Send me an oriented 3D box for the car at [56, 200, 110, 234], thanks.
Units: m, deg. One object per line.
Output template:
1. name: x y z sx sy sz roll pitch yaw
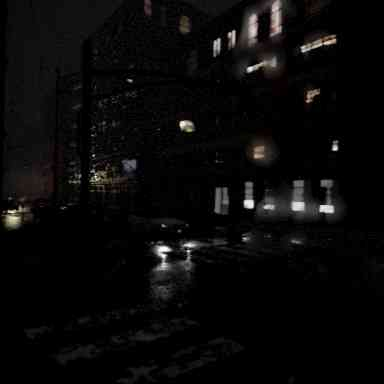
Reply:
1. car: -6.327 1.483 19.382 1.967 1.590 4.097 1 -1 -37

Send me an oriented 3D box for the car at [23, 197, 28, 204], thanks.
1. car: -33.803 1.772 69.347 1.967 1.590 4.097 1 -1 -37

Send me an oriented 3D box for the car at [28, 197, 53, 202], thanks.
1. car: -16.544 1.455 37.502 2.097 1.767 4.553 1 -1 -37

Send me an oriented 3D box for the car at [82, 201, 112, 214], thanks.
1. car: -11.319 1.807 39.379 1.947 1.339 4.313 1 -1 -37

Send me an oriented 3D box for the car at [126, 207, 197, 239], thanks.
1. car: -1.999 1.625 18.113 1.812 1.442 4.674 1 -1 -37

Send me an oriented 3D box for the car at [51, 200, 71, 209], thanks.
1. car: -20.251 1.853 51.282 1.802 1.307 4.206 1 -1 -37

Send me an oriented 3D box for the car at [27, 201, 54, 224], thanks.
1. car: -10.934 1.623 25.554 1.947 1.339 4.313 1 -1 -37

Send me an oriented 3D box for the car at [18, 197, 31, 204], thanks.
1. car: -37.293 1.875 73.997 1.752 1.417 4.829 1 -1 -37

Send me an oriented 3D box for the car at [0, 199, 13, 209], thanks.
1. car: -26.553 1.675 46.554 1.947 1.339 4.313 1 -1 -37

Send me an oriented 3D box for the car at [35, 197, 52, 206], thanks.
1. car: -27.027 1.739 60.316 1.967 1.590 4.097 1 -1 -37

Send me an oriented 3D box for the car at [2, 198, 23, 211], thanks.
1. car: -23.164 1.537 42.041 1.967 1.590 4.097 1 -1 -37

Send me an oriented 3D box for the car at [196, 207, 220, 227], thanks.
1. car: 0.181 1.761 24.264 2.008 1.369 4.403 1 -1 -37
